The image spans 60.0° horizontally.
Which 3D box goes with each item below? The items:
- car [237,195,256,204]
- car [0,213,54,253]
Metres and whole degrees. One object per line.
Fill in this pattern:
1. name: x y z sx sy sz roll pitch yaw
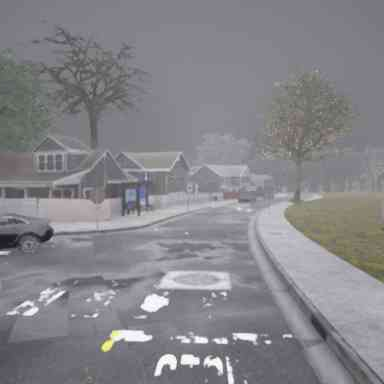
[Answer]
1. car: 8.268 1.105 50.032 1.895 1.301 4.718 1 1 24
2. car: -7.777 1.599 12.386 4.902 1.511 2.128 -3 2 -36
